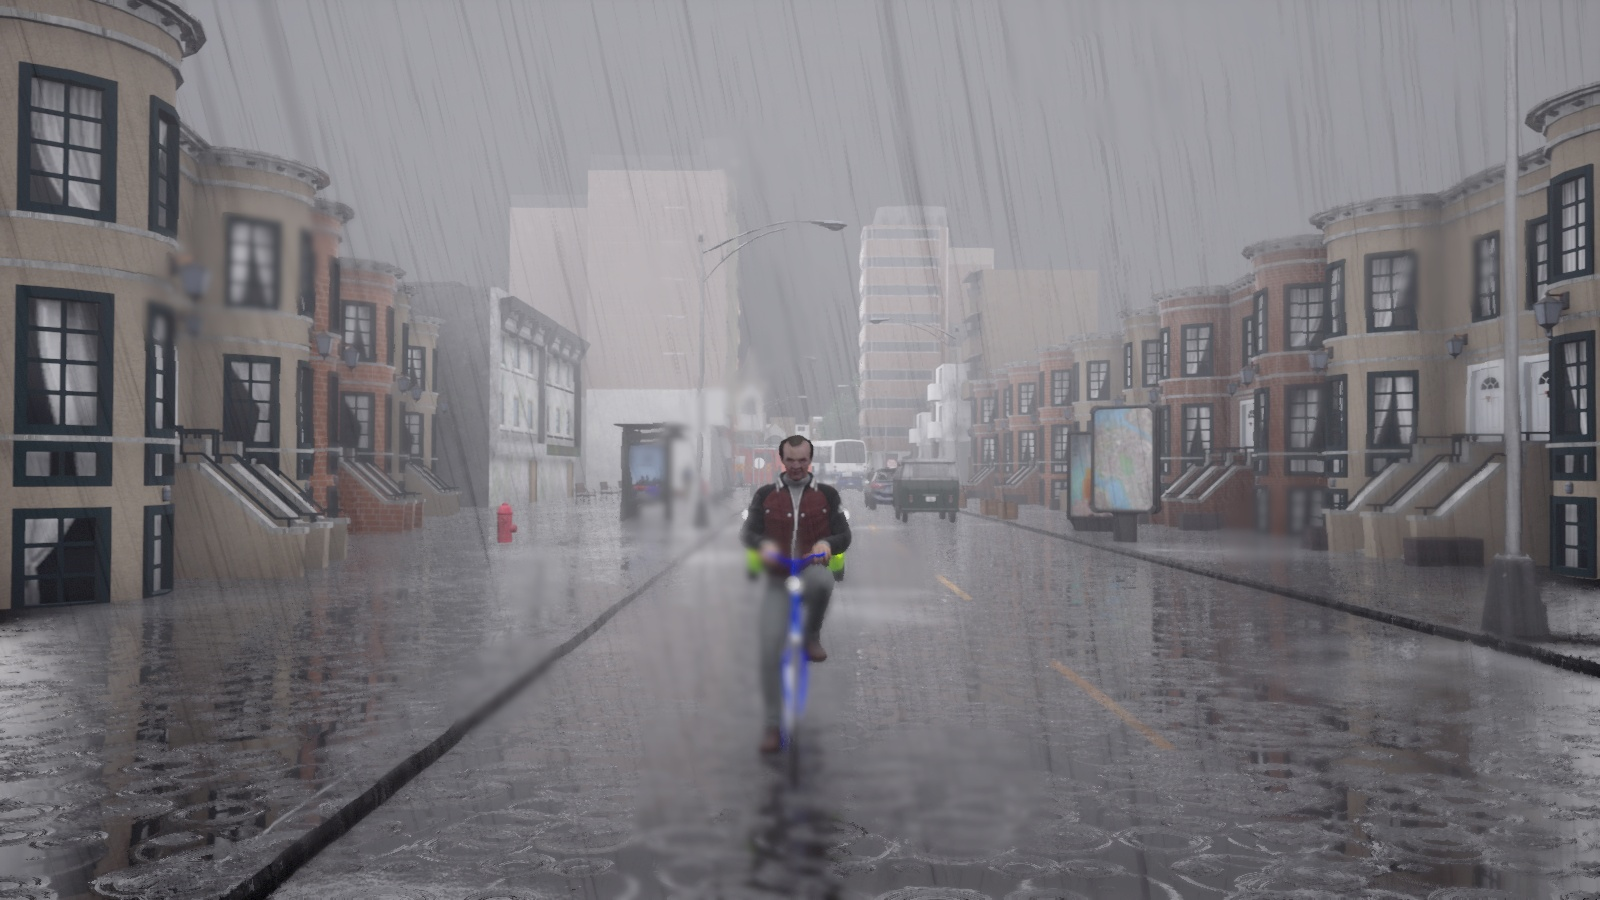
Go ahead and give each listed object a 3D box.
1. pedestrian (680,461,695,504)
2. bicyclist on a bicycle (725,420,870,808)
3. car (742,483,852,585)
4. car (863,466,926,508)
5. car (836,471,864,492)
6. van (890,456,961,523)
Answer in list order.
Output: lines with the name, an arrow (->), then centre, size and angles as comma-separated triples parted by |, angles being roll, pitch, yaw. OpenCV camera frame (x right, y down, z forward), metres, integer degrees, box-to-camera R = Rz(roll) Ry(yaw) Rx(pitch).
pedestrian -> -5.092, 1.476, 56.911 | 0.423, 1.949, 0.788 | 0, -1, 13
bicyclist on a bicycle -> -0.016, 0.792, 6.694 | 0.659, 1.776, 1.843 | 0, -3, 0
car -> -0.042, 1.166, 18.150 | 1.481, 1.376, 2.207 | 0, -1, 0
car -> 3.879, 1.500, 52.343 | 2.242, 1.667, 4.611 | 0, -1, 0
car -> 3.722, 2.327, 94.694 | 1.882, 1.535, 5.008 | 0, -1, 0
van -> 3.908, 1.199, 39.609 | 1.775, 1.987, 4.442 | 0, -1, 0
